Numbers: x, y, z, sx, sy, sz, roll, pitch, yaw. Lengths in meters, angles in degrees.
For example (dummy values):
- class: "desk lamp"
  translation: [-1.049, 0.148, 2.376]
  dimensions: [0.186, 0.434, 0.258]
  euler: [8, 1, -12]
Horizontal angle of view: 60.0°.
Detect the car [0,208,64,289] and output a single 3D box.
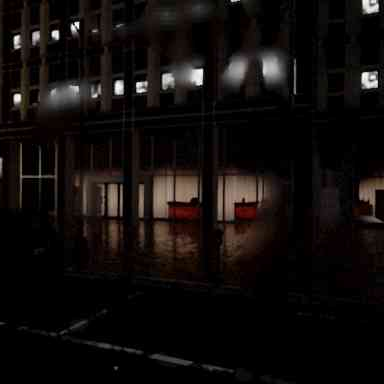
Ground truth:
- class: "car"
  translation: [-5.383, 1.309, 7.808]
  dimensions: [5.009, 1.841, 2.192]
  euler: [0, 1, 22]
